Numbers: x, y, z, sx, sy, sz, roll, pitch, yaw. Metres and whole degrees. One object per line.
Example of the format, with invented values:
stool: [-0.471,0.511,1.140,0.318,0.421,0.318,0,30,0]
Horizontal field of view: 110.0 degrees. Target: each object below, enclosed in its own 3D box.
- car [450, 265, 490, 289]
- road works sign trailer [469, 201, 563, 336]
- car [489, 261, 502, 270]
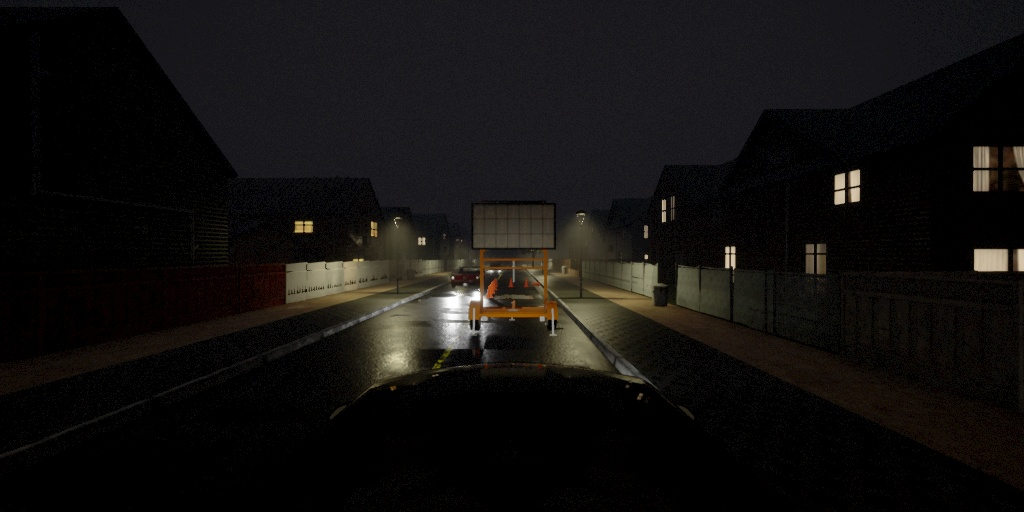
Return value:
car: [-2.743,1.368,23.231,1.895,1.301,4.718,0,0,0]
road works sign trailer: [0.049,0.214,10.396,2.380,3.560,2.880,0,0,1]
car: [-2.486,1.467,54.633,1.994,1.385,4.181,0,0,0]
